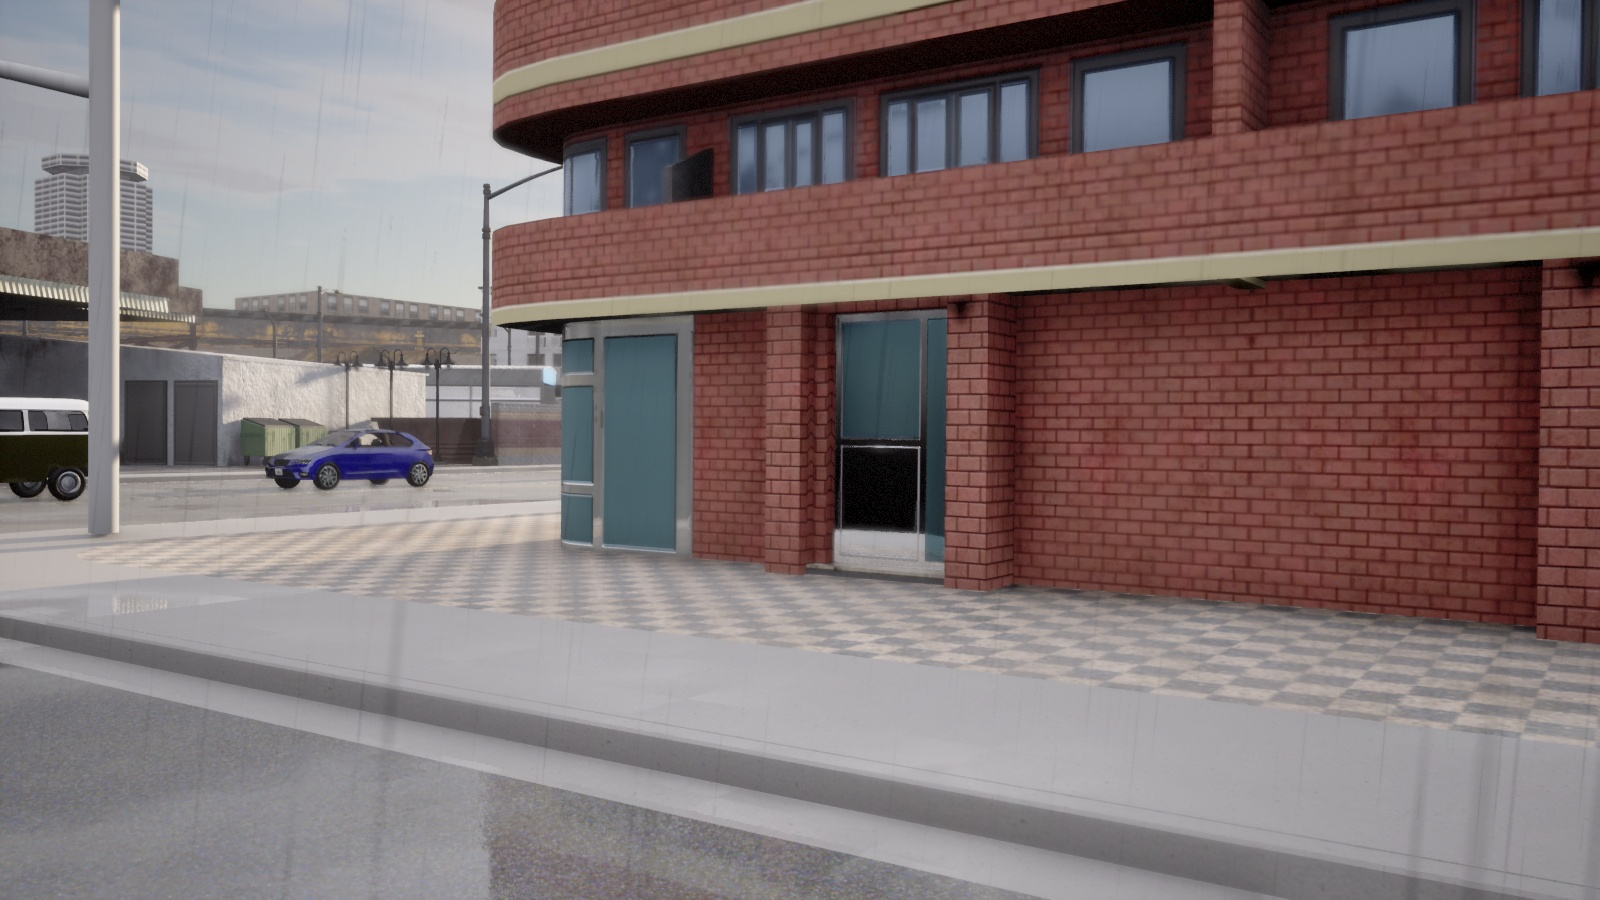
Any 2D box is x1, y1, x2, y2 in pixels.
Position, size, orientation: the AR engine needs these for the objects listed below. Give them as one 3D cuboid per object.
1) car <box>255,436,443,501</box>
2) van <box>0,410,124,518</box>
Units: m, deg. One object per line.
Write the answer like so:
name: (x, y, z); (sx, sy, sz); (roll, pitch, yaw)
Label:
car: (-11.221, 0.416, 31.509); (1.816, 1.474, 4.193); (0, 1, 33)
van: (-15.885, 0.267, 24.286); (2.069, 2.038, 4.480); (0, 1, 32)
